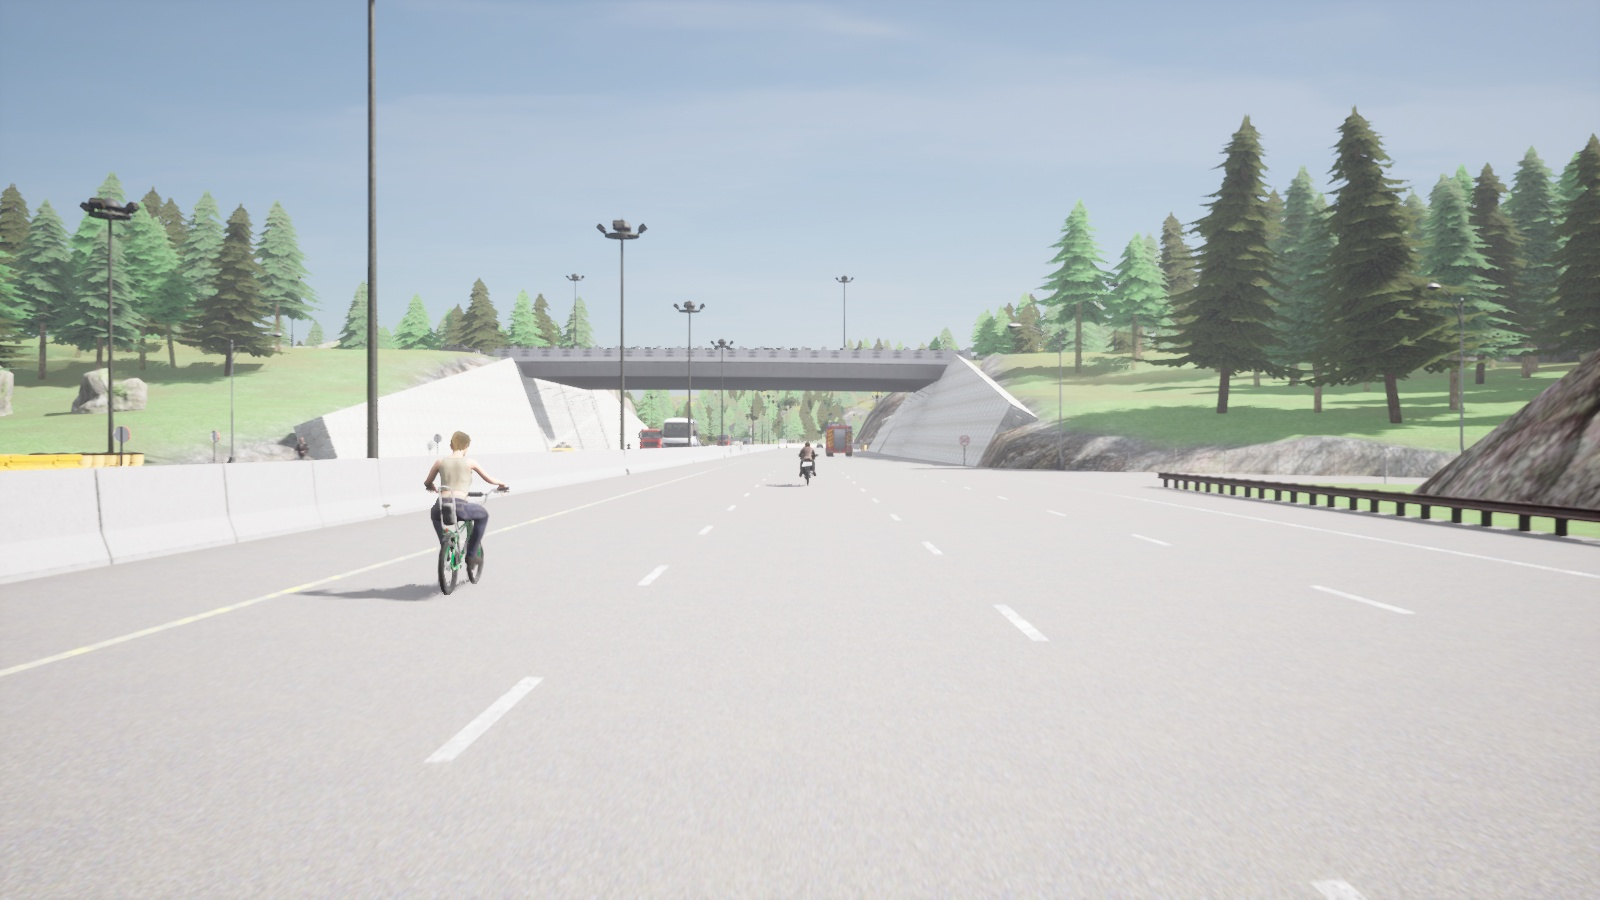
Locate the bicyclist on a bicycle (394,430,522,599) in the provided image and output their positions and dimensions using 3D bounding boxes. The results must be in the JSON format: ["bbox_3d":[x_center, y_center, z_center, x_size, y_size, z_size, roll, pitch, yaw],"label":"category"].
[{"bbox_3d":[-3.417,0.609,12.691,0.866,1.612,1.509,0,0,1],"label":"bicyclist on a bicycle"}]

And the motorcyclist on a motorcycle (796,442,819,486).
[{"bbox_3d":[0.266,0.481,44.020,0.797,1.523,2.044,0,0,0],"label":"motorcyclist on a motorcycle"}]
